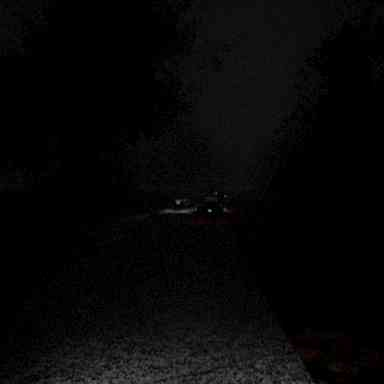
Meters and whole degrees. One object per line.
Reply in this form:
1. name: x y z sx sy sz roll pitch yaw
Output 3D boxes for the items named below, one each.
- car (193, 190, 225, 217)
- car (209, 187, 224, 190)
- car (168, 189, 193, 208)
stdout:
1. car: 1.321 0.909 23.551 1.812 1.442 4.674 0 3 5
2. car: 3.013 0.084 41.295 1.994 1.385 4.181 0 3 6
3. car: -0.927 0.527 30.437 2.128 1.511 4.902 2 3 6
